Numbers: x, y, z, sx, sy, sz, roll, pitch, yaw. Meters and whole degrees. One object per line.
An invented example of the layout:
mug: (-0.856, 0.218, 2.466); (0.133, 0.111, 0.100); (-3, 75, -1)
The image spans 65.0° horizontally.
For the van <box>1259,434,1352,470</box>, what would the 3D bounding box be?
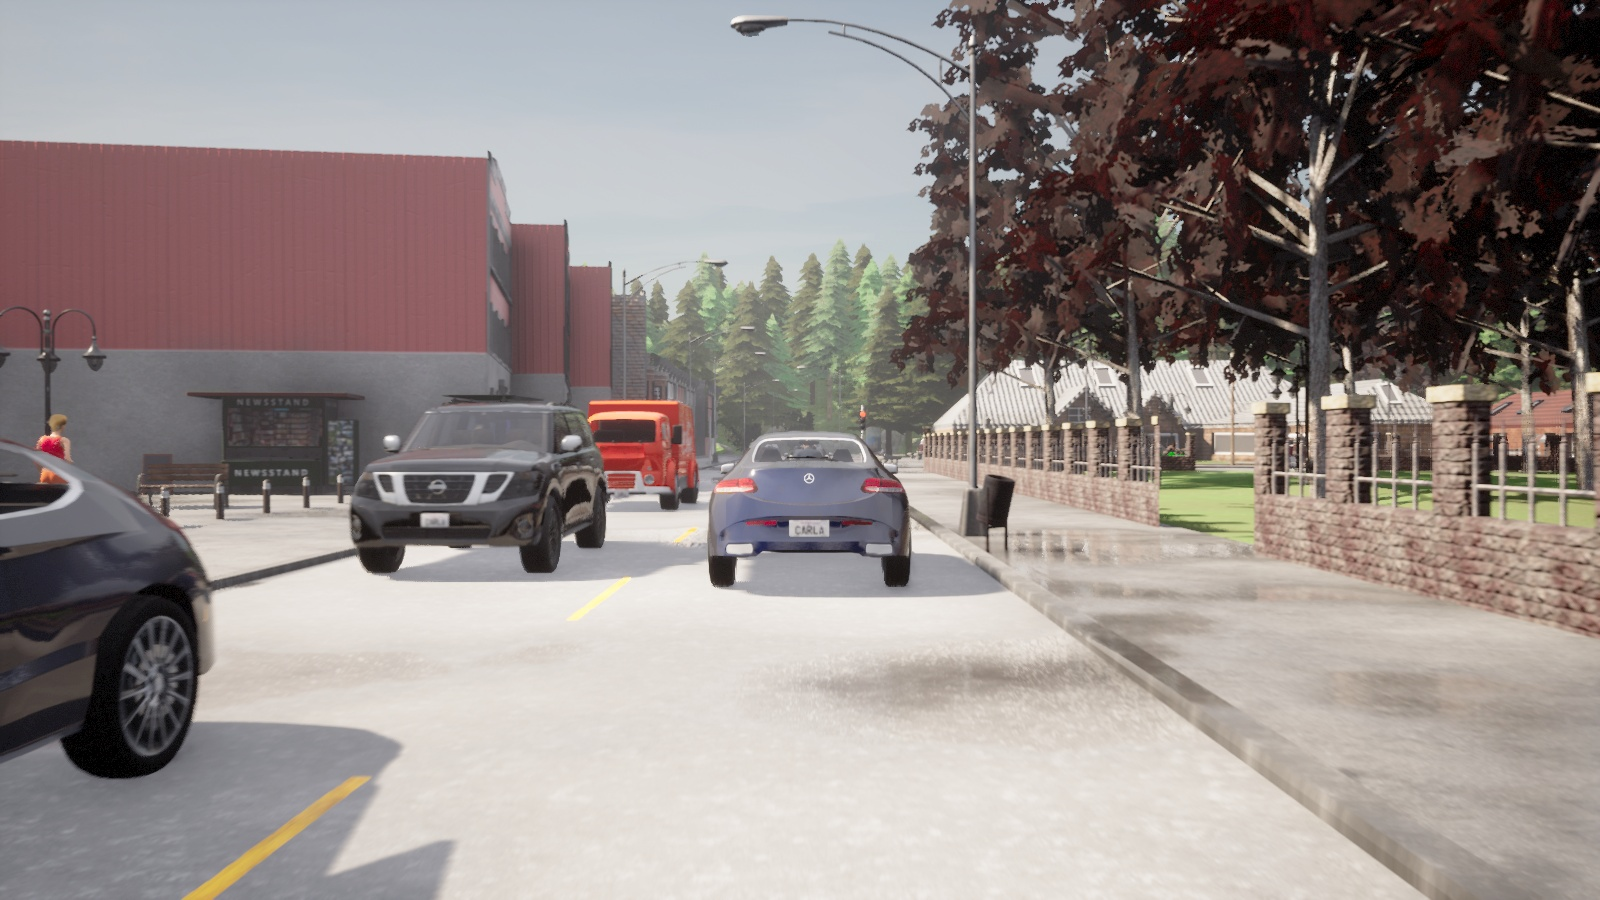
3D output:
van: (28.676, 0.091, 71.376); (4.480, 2.038, 2.069); (0, 0, 4)

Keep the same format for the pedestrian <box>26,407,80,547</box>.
pedestrian: (-10.009, 0.353, 16.836); (0.345, 1.836, 0.594); (0, 0, 2)

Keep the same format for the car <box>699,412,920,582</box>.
car: (0.108, 0.442, 14.706); (2.152, 1.651, 5.027); (0, 0, 0)

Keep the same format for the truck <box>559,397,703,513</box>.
truck: (-3.790, 0.092, 29.233); (2.627, 2.467, 5.204); (0, 0, 0)

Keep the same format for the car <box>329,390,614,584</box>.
car: (-3.883, 0.371, 16.055); (2.150, 2.045, 5.566); (0, 0, 0)

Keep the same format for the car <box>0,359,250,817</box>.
car: (-3.961, 0.499, 4.040); (2.152, 1.651, 5.027); (0, 0, 0)
